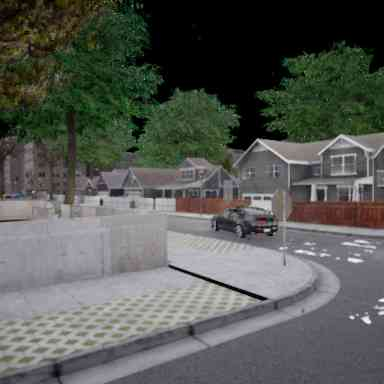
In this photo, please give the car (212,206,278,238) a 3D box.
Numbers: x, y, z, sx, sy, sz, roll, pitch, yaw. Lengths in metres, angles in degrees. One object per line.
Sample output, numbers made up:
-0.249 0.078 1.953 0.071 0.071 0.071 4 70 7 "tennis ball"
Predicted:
2.656 1.508 17.775 1.837 1.490 4.892 -1 1 -20 "car"
